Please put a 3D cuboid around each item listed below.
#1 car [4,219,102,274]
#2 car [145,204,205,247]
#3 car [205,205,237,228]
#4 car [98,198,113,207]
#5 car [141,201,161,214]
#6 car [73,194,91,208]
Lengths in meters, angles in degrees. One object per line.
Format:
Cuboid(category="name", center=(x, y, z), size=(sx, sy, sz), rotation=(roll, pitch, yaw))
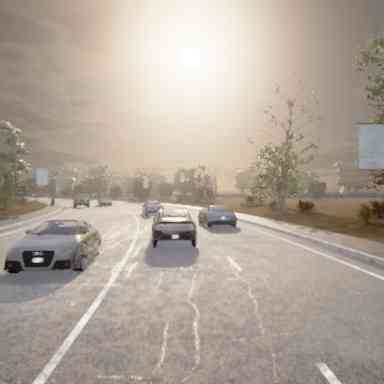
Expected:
Cuboid(category="car", center=(-4.168, 1.582, 10.626), size=(1.994, 1.385, 4.181), rotation=(0, 0, -5))
Cuboid(category="car", center=(-0.890, 1.506, 15.227), size=(2.128, 1.511, 4.902), rotation=(0, 0, -6))
Cuboid(category="car", center=(1.637, 1.581, 22.684), size=(1.994, 1.385, 4.181), rotation=(0, 0, -9))
Cuboid(category="car", center=(-13.722, 1.608, 52.403), size=(2.033, 1.411, 5.357), rotation=(0, 0, -21))
Cuboid(category="car", center=(-3.976, 1.583, 33.411), size=(2.033, 1.411, 5.357), rotation=(0, 0, -13))
Cuboid(category="car", center=(-16.328, 1.279, 49.322), size=(2.150, 2.045, 5.566), rotation=(0, 0, -20))
